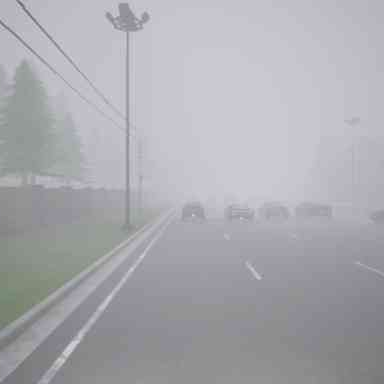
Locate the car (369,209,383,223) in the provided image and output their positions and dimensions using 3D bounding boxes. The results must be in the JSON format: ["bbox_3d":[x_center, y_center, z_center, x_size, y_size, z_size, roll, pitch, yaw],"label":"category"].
[{"bbox_3d":[14.104,1.558,22.322,2.033,1.411,5.357,0,0,0],"label":"car"}]

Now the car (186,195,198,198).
[{"bbox_3d":[0.012,1.380,61.233,2.097,1.767,4.553,0,0,0],"label":"car"}]

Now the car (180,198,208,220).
[{"bbox_3d":[0.105,1.518,27.830,1.837,1.490,4.892,0,0,0],"label":"car"}]

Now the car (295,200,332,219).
[{"bbox_3d":[10.605,1.491,29.410,1.882,1.535,5.008,0,0,0],"label":"car"}]

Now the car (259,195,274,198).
[{"bbox_3d":[14.012,1.533,60.876,1.837,1.490,4.892,0,0,0],"label":"car"}]

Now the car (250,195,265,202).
[{"bbox_3d":[14.014,1.405,71.296,2.033,1.411,5.357,0,0,0],"label":"car"}]

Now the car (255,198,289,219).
[{"bbox_3d":[7.092,1.539,28.957,1.812,1.442,4.674,0,0,0],"label":"car"}]

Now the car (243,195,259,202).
[{"bbox_3d":[10.512,1.629,61.326,1.895,1.301,4.718,0,0,0],"label":"car"}]

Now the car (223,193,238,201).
[{"bbox_3d":[7.012,1.249,60.908,2.150,2.045,5.566,0,0,0],"label":"car"}]

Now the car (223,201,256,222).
[{"bbox_3d":[3.606,1.613,26.424,1.895,1.301,4.718,0,0,0],"label":"car"}]

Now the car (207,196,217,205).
[{"bbox_3d":[3.512,1.533,60.878,1.837,1.490,4.892,0,0,0],"label":"car"}]
